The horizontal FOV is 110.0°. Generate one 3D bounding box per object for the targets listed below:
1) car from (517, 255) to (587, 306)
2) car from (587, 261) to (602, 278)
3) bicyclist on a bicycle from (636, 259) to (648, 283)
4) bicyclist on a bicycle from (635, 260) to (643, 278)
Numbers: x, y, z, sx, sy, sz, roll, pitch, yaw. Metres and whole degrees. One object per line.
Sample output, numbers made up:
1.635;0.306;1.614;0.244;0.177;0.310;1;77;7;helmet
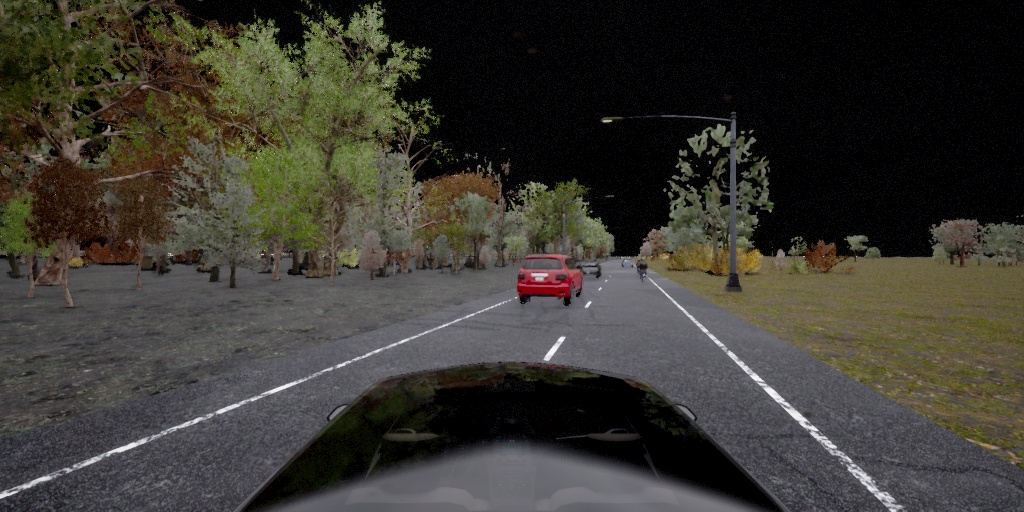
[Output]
1.864;0.974;16.214;2.150;2.045;5.566;0;0;18;car
7.483;1.249;34.019;2.128;1.511;4.902;0;0;18;car
9.563;1.127;26.099;0.659;1.776;1.843;0;0;17;bicyclist on a bicycle
12.213;1.211;34.490;0.582;1.620;1.656;0;0;17;bicyclist on a bicycle
